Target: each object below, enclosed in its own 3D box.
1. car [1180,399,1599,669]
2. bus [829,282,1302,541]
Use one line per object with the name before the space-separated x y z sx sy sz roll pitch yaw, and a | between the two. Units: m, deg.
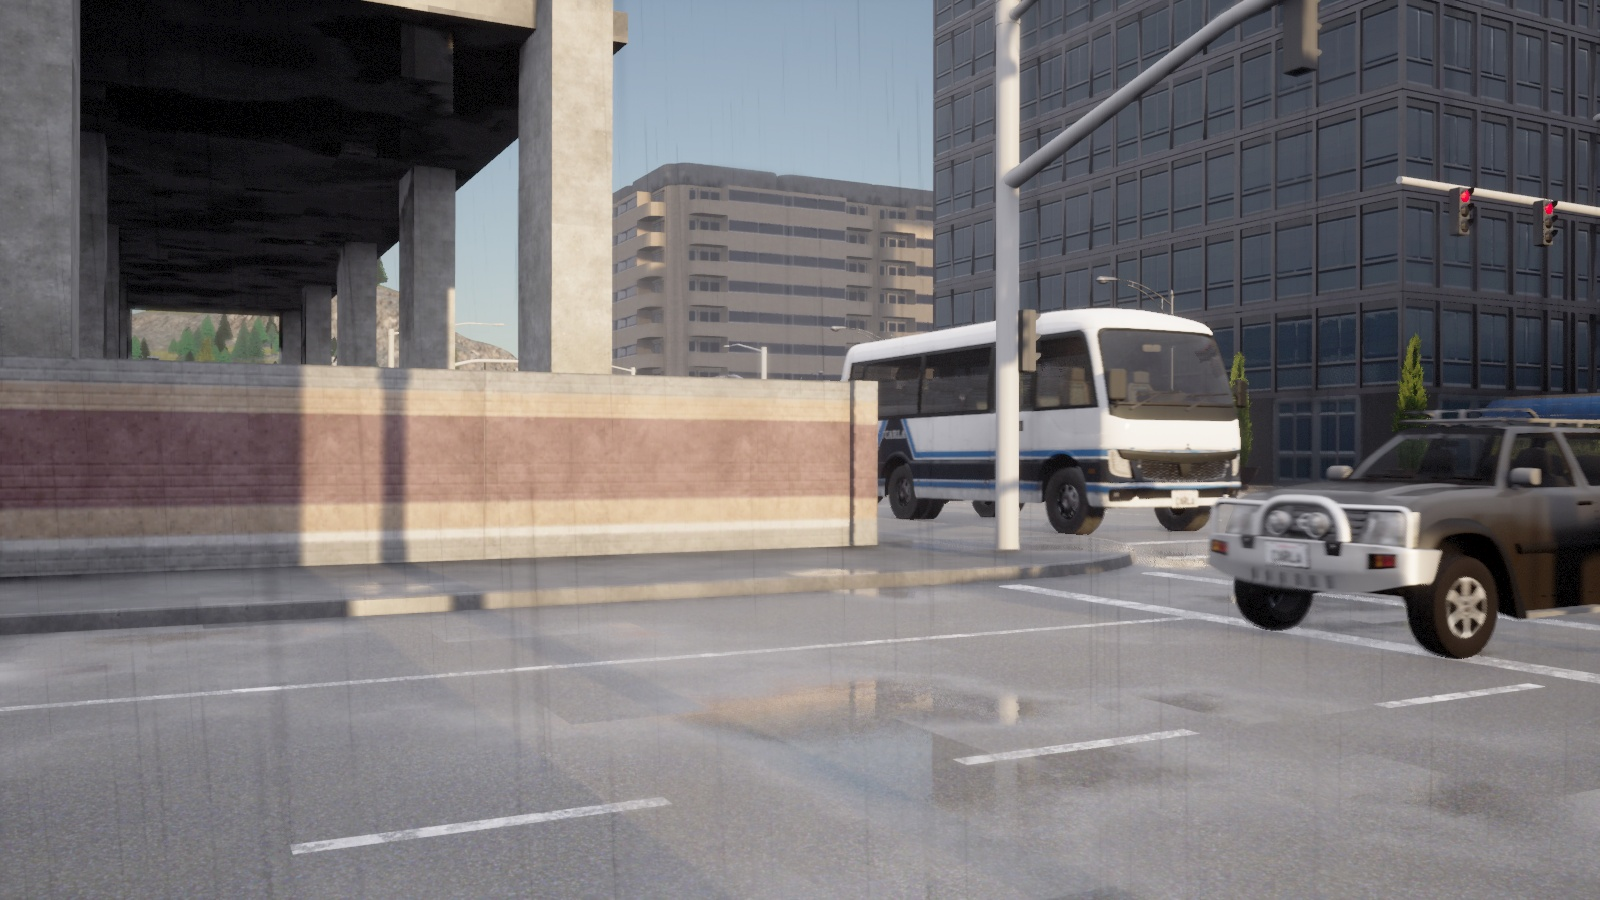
car | 5.619 0.575 10.552 4.605 1.855 1.932 0 0 -28
bus | 4.815 -0.578 26.040 3.944 4.253 10.273 0 -1 -27
